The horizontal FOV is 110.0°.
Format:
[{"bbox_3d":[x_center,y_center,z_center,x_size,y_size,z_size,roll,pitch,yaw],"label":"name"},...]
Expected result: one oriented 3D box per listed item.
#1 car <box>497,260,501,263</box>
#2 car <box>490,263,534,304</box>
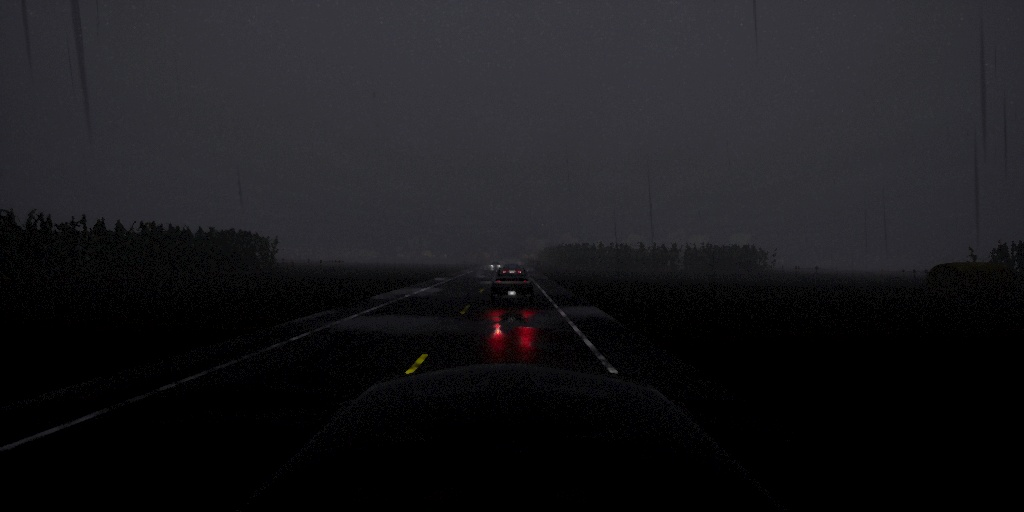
[{"bbox_3d":[0.000,1.321,31.509,2.033,1.411,5.357,0,0,0],"label":"car"},{"bbox_3d":[0.000,1.249,16.507,2.128,1.511,4.902,0,0,0],"label":"car"}]
